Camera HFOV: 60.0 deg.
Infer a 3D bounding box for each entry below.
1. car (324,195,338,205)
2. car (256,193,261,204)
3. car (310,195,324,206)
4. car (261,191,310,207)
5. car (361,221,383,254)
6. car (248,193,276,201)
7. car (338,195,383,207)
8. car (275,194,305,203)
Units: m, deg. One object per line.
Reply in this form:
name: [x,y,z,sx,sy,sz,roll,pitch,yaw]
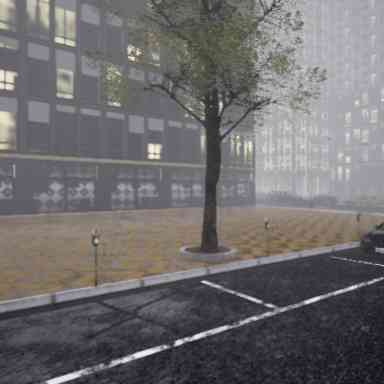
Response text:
car: [18.308,1.032,46.393,1.947,1.339,4.313,1,0,-36]
car: [8.232,0.960,45.979,1.947,1.339,4.313,1,0,-36]
car: [14.051,1.065,42.553,1.994,1.385,4.181,0,1,-36]
car: [11.553,0.814,41.440,2.192,1.841,5.009,1,0,-36]
car: [8.005,1.554,12.277,4.313,1.339,1.947,0,0,-36]
car: [11.676,0.823,55.467,1.947,1.339,4.313,1,0,-36]
car: [21.594,1.093,42.048,1.752,1.417,4.829,1,0,-36]
car: [14.992,0.944,50.930,1.802,1.307,4.206,1,0,-36]
